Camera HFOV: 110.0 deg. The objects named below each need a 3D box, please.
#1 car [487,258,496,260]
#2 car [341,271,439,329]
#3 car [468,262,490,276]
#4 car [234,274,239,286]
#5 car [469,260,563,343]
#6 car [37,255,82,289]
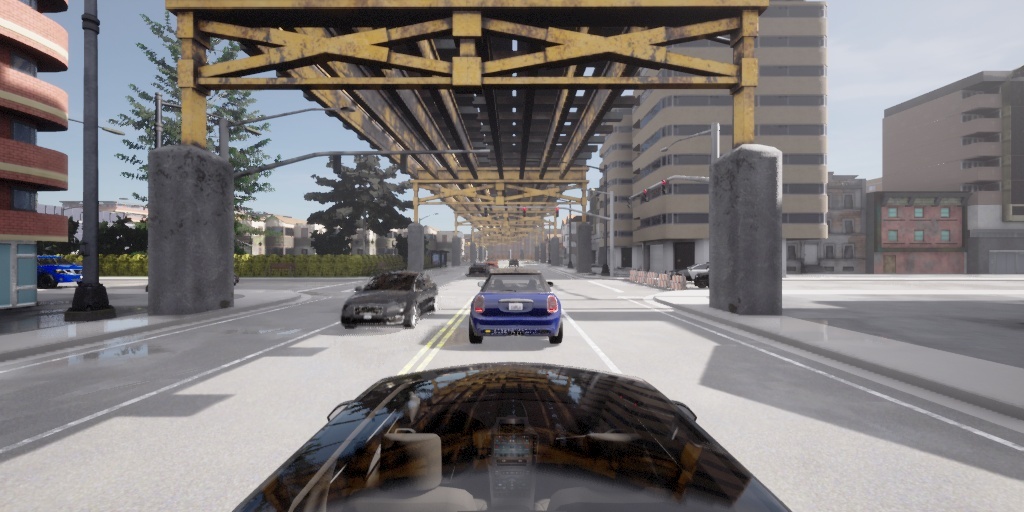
[{"bbox_3d":[-3.346,1.102,58.331,2.097,1.767,4.553,0,0,1],"label":"car"},{"bbox_3d":[-3.568,1.255,11.306,1.837,1.490,4.892,0,0,0],"label":"car"},{"bbox_3d":[-3.488,1.351,38.397,1.895,1.301,4.718,0,0,1],"label":"car"},{"bbox_3d":[-19.785,1.276,22.452,4.674,1.442,1.812,0,0,0],"label":"car"},{"bbox_3d":[0.102,1.102,9.794,2.097,1.767,4.553,0,0,1],"label":"car"},{"bbox_3d":[-29.647,0.971,22.512,5.566,2.045,2.150,0,0,0],"label":"car"}]
